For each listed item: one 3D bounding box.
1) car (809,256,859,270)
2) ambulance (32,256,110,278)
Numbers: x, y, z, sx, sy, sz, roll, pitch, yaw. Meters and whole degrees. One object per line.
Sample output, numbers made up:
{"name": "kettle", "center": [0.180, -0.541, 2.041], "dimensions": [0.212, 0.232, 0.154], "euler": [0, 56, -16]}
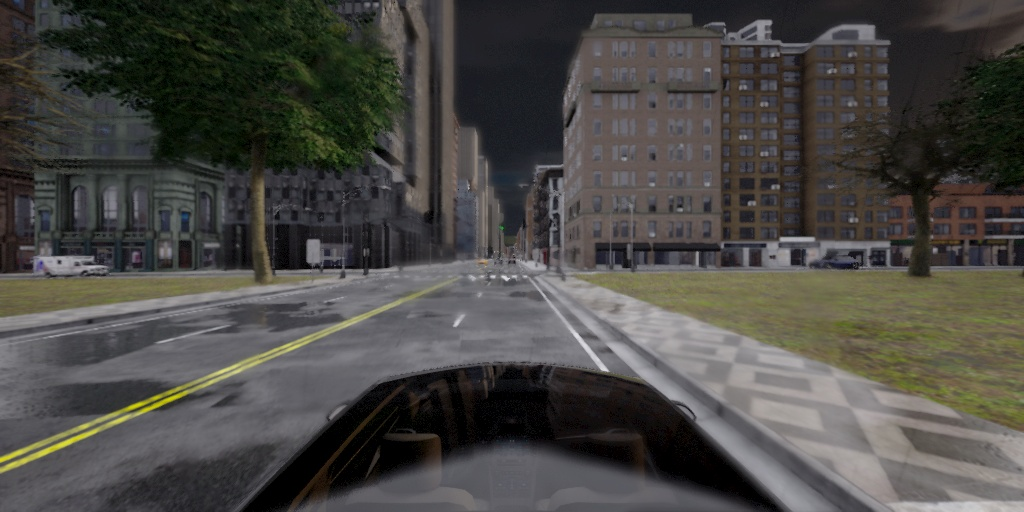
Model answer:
{"name": "car", "center": [38.073, 0.793, 42.511], "dimensions": [4.553, 1.767, 2.097], "euler": [0, 0, 0]}
{"name": "ambulance", "center": [-48.651, 1.237, 39.731], "dimensions": [6.366, 2.431, 2.351], "euler": [-1, 0, 0]}
